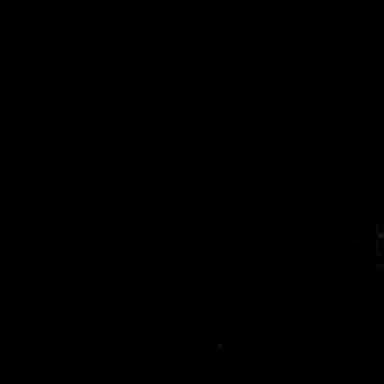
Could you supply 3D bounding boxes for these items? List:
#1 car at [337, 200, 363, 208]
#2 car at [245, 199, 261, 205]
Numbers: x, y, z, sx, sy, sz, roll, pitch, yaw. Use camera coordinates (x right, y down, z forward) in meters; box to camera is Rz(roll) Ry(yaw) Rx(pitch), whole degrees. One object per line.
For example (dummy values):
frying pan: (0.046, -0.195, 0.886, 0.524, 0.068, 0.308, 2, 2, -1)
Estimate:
car: (30.394, 2.365, 64.067, 1.837, 1.490, 4.892, 0, 0, -35)
car: (15.591, 2.499, 84.908, 1.812, 1.442, 4.674, 0, -1, -35)
